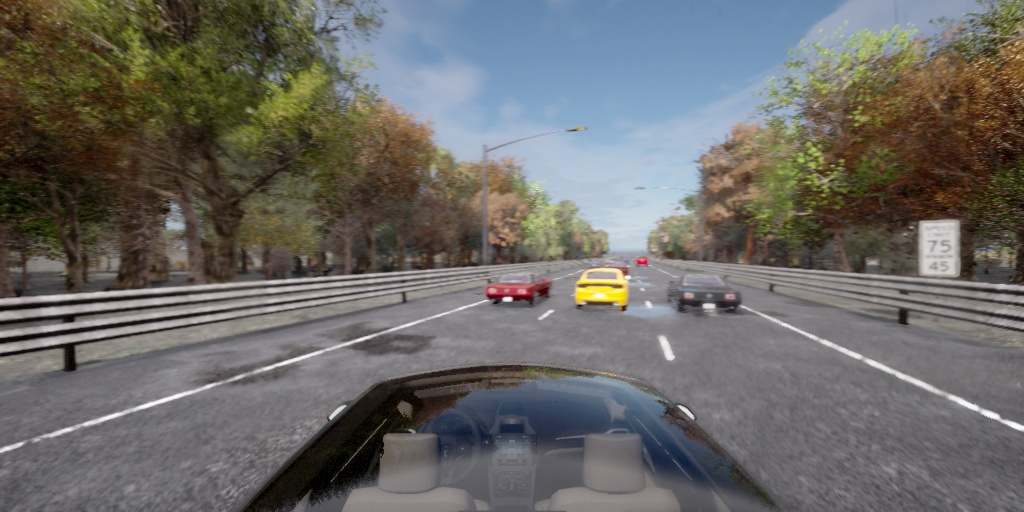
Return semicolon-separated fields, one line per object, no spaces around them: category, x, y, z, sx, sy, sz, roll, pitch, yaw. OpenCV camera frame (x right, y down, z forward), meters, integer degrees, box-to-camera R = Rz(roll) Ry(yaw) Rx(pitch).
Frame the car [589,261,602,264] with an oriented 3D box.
car;11.966;1.388;51.314;2.033;1.411;5.357;0;0;18

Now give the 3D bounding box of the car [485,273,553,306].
car;0.509;1.398;16.068;1.895;1.301;4.718;0;0;18

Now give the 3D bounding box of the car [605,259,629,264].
car;9.737;1.279;33.135;1.882;1.535;5.008;0;0;18

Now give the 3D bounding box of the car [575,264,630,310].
car;3.843;1.254;15.003;1.882;1.535;5.008;0;0;18

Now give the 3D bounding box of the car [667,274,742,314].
car;7.167;1.357;13.903;1.895;1.301;4.718;0;0;18
